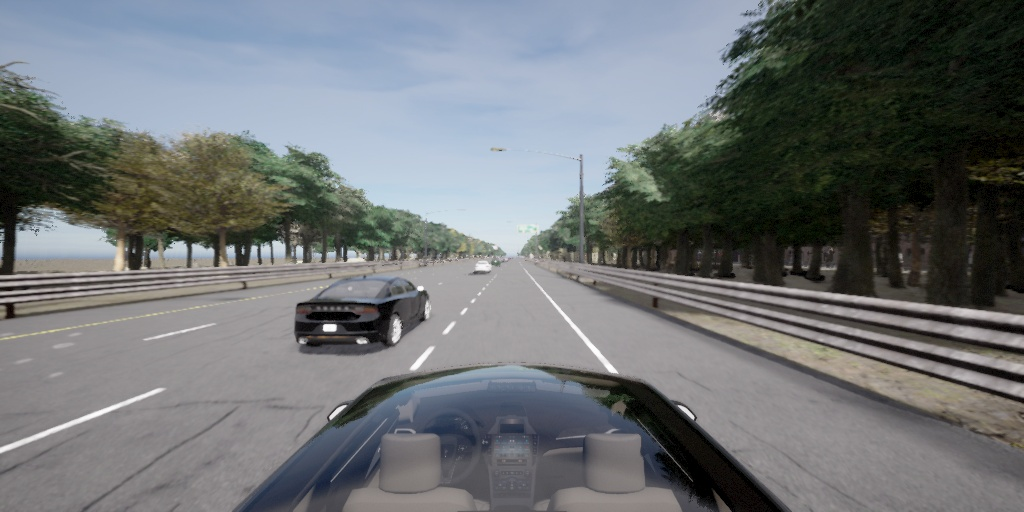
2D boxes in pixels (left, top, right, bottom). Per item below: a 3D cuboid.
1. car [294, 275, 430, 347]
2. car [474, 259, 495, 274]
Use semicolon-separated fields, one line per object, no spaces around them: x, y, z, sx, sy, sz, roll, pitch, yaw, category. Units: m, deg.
-3.494;1.230;9.357;1.882;1.535;5.008;0;0;0;car
-3.385;1.301;42.510;1.812;1.442;4.674;0;0;0;car
